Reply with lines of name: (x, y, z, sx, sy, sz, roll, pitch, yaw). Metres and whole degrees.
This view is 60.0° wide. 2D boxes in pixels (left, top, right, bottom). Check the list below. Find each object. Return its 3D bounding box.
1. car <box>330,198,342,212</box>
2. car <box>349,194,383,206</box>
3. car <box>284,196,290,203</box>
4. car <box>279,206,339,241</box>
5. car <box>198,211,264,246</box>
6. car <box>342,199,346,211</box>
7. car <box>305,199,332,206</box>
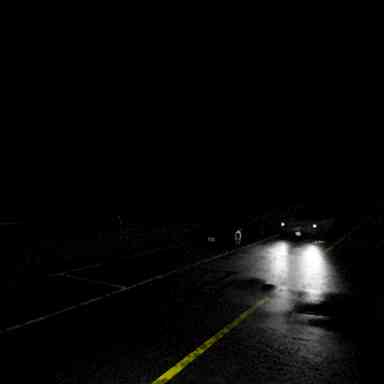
car: (13.749, 1.566, 34.114, 1.947, 1.339, 4.313, 0, 0, 32)
car: (28.564, 1.549, 55.146, 2.033, 1.411, 5.357, 0, 0, -13)
car: (17.039, 1.516, 66.092, 4.902, 1.511, 2.128, 0, 0, 33)
car: (6.036, 1.601, 17.102, 1.895, 1.301, 4.718, 0, 0, 32)
car: (1.949, 1.566, 15.428, 1.947, 1.339, 4.313, 0, 0, 32)
car: (16.699, 1.441, 38.786, 1.967, 1.590, 4.097, 0, 0, 32)
car: (10.799, 1.582, 29.443, 1.802, 1.307, 4.206, 0, 0, 32)
